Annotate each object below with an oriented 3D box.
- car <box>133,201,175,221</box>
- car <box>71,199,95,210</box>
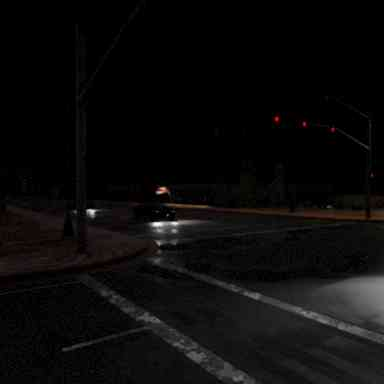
[{"bbox_3d":[-3.164,1.458,26.770,1.812,1.442,4.674,0,0,-36],"label":"car"},{"bbox_3d":[-13.604,1.497,41.454,1.994,1.385,4.181,0,0,-35],"label":"car"}]
